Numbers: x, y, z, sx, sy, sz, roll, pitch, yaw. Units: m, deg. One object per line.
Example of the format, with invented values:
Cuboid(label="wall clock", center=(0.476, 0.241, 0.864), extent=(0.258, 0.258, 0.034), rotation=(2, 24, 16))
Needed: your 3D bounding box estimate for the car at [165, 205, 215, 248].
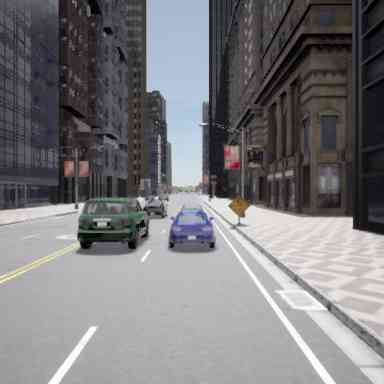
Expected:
Cuboid(label="car", center=(0.000, 1.532, 14.650), extent=(1.812, 1.442, 4.674), rotation=(0, 0, 0))

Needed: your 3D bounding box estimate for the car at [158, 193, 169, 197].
Cuboid(label="car", center=(-6.500, 1.231, 76.707), extent=(2.150, 2.045, 5.566), rotation=(0, 0, 0))

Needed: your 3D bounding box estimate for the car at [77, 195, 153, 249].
Cuboid(label="car", center=(-3.250, 1.257, 14.680), extent=(2.150, 2.045, 5.566), rotation=(0, 0, 0))

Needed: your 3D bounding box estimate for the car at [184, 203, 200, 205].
Cuboid(label="car", center=(0.000, 1.614, 29.679), extent=(1.895, 1.301, 4.718), rotation=(0, 0, 0))

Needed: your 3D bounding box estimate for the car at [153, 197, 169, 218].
Cuboid(label="car", center=(-3.250, 1.514, 29.650), extent=(1.837, 1.490, 4.892), rotation=(0, 0, 0))

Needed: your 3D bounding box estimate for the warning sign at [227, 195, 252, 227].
Cuboid(label="warning sign", center=(2.849, 1.113, 20.094), extent=(1.300, 1.860, 1.060), rotation=(0, 0, 0))
